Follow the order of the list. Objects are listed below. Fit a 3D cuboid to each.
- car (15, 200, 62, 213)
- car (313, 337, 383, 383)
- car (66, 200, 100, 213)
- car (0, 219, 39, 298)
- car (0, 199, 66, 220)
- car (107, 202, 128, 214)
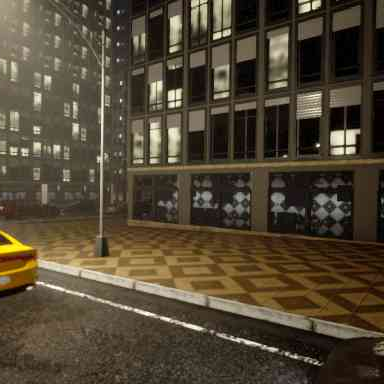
[{"bbox_3d":[-17.884,1.651,38.959,1.752,1.417,4.829,1,0,36],"label":"car"},{"bbox_3d":[3.228,1.548,1.393,5.357,1.411,2.033,0,0,35],"label":"car"},{"bbox_3d":[-13.447,1.749,40.622,2.033,1.411,5.357,1,0,36],"label":"car"},{"bbox_3d":[-5.524,1.475,7.589,5.008,1.535,1.882,0,0,35],"label":"car"},{"bbox_3d":[-14.362,1.525,29.594,2.192,1.841,5.009,1,0,36],"label":"car"},{"bbox_3d":[-7.589,1.836,38.823,1.752,1.417,4.829,1,0,36],"label":"car"}]
